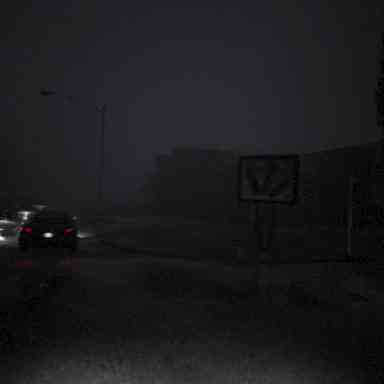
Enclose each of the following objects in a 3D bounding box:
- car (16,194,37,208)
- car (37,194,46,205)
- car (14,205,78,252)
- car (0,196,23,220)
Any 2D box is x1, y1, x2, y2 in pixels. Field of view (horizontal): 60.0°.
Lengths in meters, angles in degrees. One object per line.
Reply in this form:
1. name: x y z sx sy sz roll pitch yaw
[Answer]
1. car: -17.277 1.090 33.744 1.837 1.490 4.892 3 -1 -19
2. car: -21.824 1.041 46.682 1.812 1.442 4.674 3 -1 -19
3. car: -5.633 1.452 13.400 1.994 1.385 4.181 3 -1 -20
4. car: -13.825 1.203 23.978 1.994 1.385 4.181 3 -1 -19
